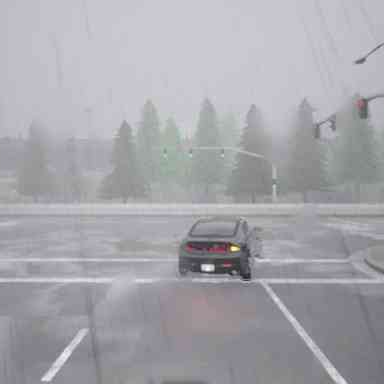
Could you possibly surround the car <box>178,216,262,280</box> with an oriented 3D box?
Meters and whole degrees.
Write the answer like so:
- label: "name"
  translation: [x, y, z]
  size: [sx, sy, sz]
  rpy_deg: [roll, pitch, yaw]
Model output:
- label: "car"
  translation: [0.981, 1.501, 10.109]
  size: [1.837, 1.490, 4.892]
  rpy_deg: [-1, 0, 15]
